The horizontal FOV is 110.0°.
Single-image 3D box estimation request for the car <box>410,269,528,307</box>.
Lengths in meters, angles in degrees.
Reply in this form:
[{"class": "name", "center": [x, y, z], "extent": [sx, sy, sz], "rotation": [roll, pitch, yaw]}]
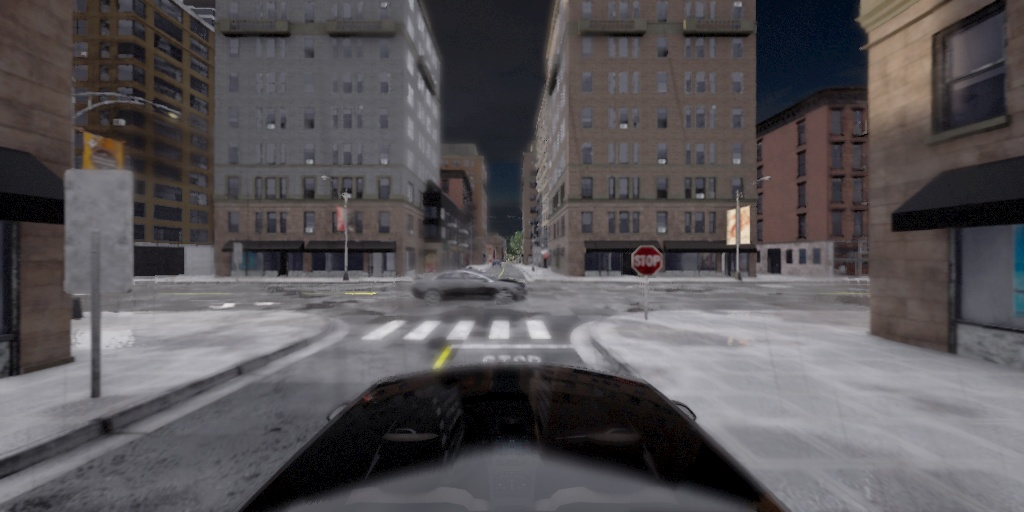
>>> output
[{"class": "car", "center": [-1.791, 1.304, 15.233], "extent": [4.902, 1.511, 2.128], "rotation": [0, 0, 0]}]
